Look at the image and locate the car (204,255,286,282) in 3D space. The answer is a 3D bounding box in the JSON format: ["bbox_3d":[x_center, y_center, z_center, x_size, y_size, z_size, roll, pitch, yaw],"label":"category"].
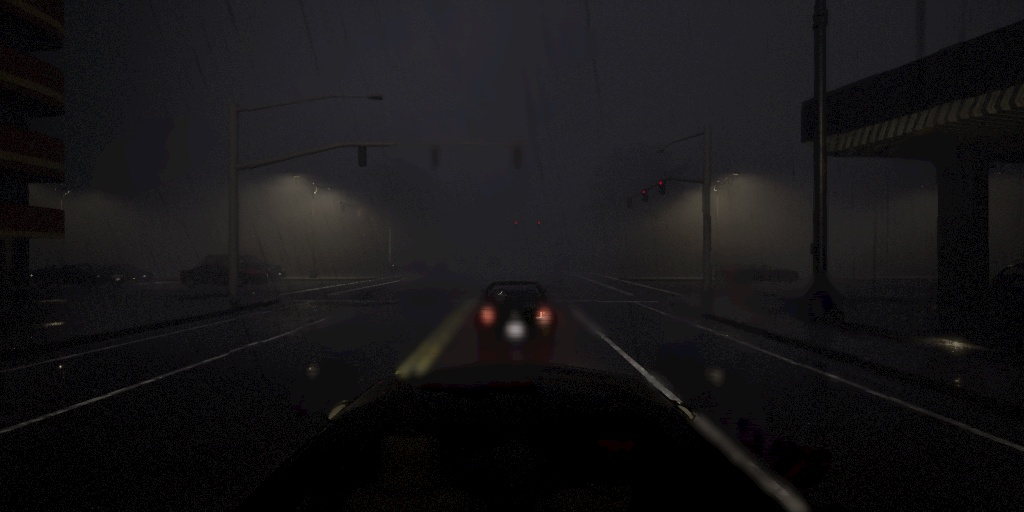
[{"bbox_3d":[-19.891,0.971,26.509,5.566,2.045,2.150,0,0,1],"label":"car"}]

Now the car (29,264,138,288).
[{"bbox_3d":[-27.833,1.241,23.135,4.902,1.511,2.128,0,0,1],"label":"car"}]

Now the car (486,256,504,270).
[{"bbox_3d":[-2.734,0.971,54.138,2.150,2.045,5.566,0,0,-1],"label":"car"}]

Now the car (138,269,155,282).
[{"bbox_3d":[-29.309,1.314,26.659,4.181,1.385,1.994,0,0,0],"label":"car"}]

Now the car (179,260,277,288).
[{"bbox_3d":[-18.330,1.228,22.961,5.008,1.535,1.882,0,0,1],"label":"car"}]

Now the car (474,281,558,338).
[{"bbox_3d":[0.097,1.351,10.193,1.895,1.301,4.718,0,0,0],"label":"car"}]

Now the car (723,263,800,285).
[{"bbox_3d":[17.918,1.241,25.835,4.902,1.511,2.128,0,0,1],"label":"car"}]

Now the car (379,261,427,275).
[{"bbox_3d":[-11.557,1.241,38.099,4.902,1.511,2.128,0,0,-4],"label":"car"}]
